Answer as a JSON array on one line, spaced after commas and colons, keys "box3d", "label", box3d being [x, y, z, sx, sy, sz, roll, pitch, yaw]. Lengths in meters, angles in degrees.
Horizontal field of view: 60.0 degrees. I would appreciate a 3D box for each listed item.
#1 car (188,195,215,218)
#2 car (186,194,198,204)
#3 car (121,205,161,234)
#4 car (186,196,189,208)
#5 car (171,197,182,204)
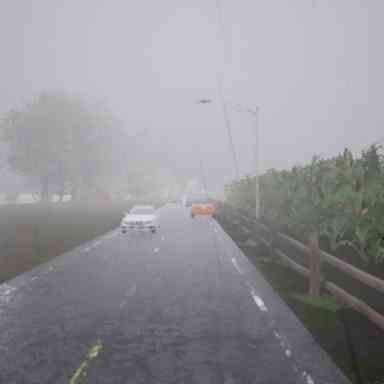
[{"box3d": [0.953, 1.346, 30.159, 2.097, 1.767, 4.553, 0, 0, 0], "label": "car"}, {"box3d": [-0.014, 1.350, 61.961, 2.097, 1.767, 4.553, 0, 0, 0], "label": "car"}, {"box3d": [-2.854, 1.521, 19.435, 1.812, 1.442, 4.674, 0, 0, 0], "label": "car"}, {"box3d": [-0.008, 1.544, 48.583, 2.033, 1.411, 5.357, 0, 0, 0], "label": "car"}, {"box3d": [-2.797, 1.561, 60.952, 1.994, 1.385, 4.181, 0, 0, 1], "label": "car"}]
